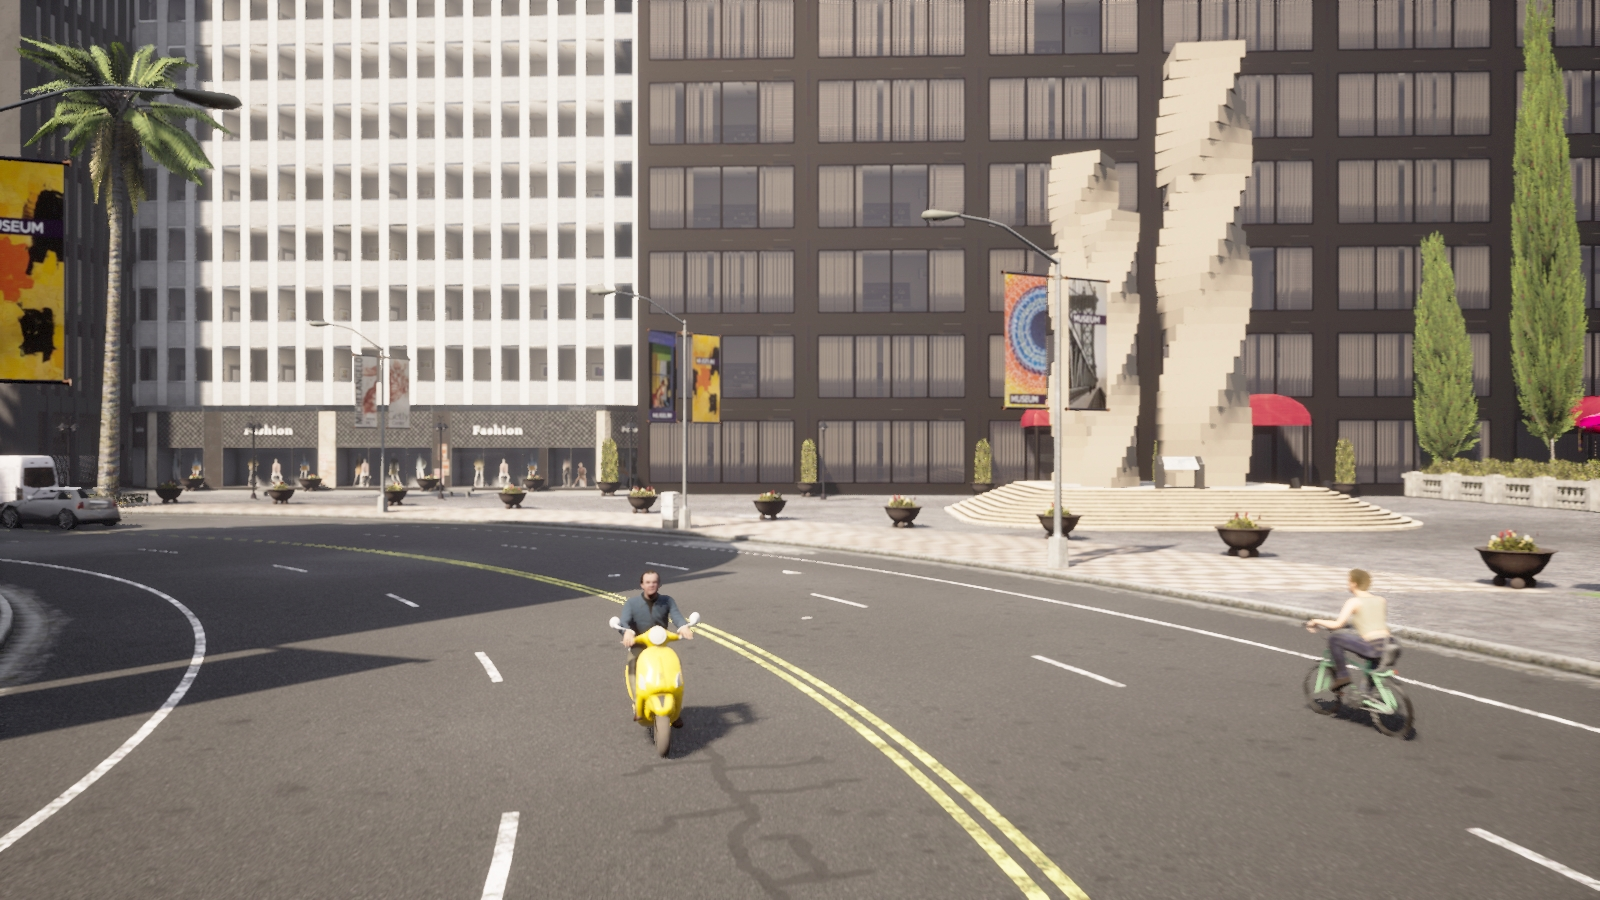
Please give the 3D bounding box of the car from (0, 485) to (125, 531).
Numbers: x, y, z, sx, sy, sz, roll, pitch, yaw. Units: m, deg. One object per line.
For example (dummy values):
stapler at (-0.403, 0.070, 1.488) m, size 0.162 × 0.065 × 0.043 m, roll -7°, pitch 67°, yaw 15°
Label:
car at (-26.350, 2.043, 40.653) m, size 3.806 × 1.475 × 1.970 m, roll 0°, pitch 0°, yaw 17°

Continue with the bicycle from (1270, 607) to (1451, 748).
bicycle at (5.622, 2.248, 11.554) m, size 0.859 × 1.080 × 1.487 m, roll -2°, pitch 0°, yaw -15°

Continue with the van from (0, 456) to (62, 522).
van at (-32.837, 1.511, 45.527) m, size 5.915 × 2.561 × 1.988 m, roll 0°, pitch 0°, yaw 9°
